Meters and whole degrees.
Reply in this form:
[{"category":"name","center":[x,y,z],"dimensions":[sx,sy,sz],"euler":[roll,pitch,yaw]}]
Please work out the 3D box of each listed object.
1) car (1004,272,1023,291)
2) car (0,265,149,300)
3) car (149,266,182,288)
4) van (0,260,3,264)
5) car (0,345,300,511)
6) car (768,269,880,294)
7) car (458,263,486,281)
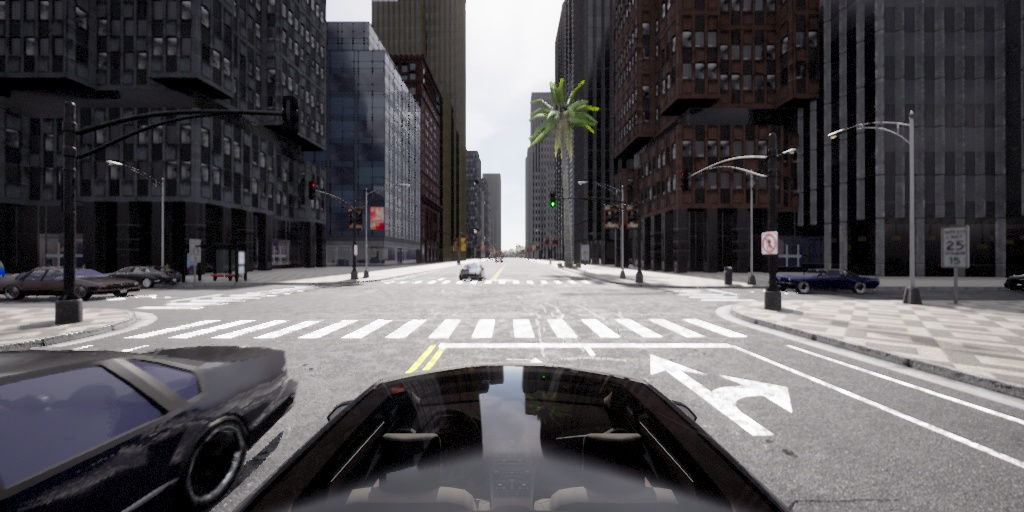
[{"category":"car","center":[30.580,1.283,19.869],"dimensions":[4.892,1.490,1.837],"euler":[-1,0,1]},{"category":"car","center":[-20.891,1.272,16.835],"dimensions":[5.357,1.411,2.033],"euler":[0,0,0]},{"category":"car","center":[-23.550,1.288,22.700],"dimensions":[4.403,1.370,2.007],"euler":[0,0,0]},{"category":"van","center":[-34.906,1.070,22.708],"dimensions":[3.998,1.789,1.690],"euler":[0,0,0]},{"category":"car","center":[-3.253,1.299,1.552],"dimensions":[2.033,1.411,5.357],"euler":[0,0,0]},{"category":"car","center":[17.153,1.368,19.953],"dimensions":[4.718,1.301,1.895],"euler":[0,0,3]},{"category":"car","center":[-3.230,1.309,30.016],"dimensions":[2.033,1.411,5.357],"euler":[0,0,0]}]
